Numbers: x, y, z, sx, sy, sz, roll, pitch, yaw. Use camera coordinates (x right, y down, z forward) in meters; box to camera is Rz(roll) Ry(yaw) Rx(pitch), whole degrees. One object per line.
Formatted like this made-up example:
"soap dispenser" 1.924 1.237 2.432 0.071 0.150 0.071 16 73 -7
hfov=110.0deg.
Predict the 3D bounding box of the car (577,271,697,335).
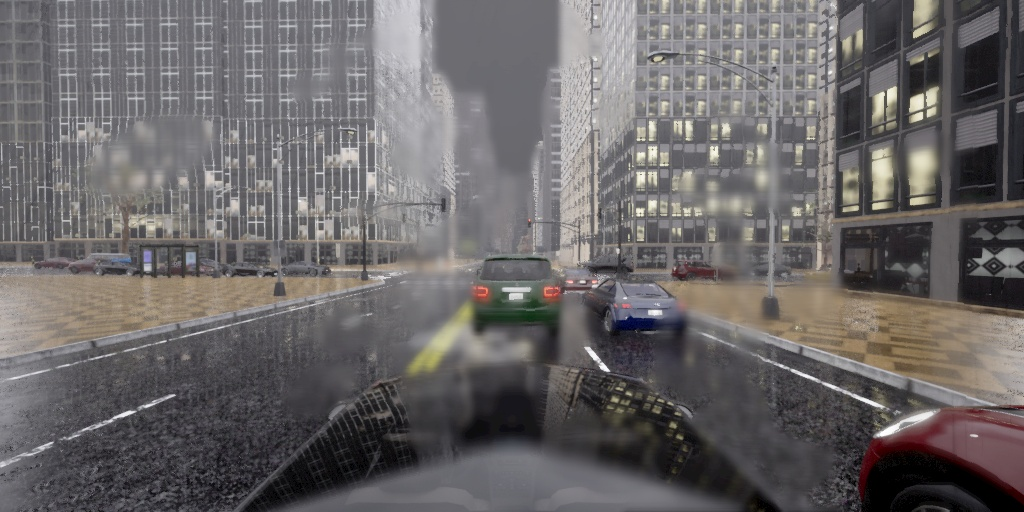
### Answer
"car" 3.374 1.309 10.498 1.994 1.385 4.181 0 0 -1

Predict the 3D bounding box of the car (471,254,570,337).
"car" 0.117 0.967 10.405 2.150 2.045 5.566 0 0 0

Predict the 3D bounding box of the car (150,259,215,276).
"car" -28.357 1.137 31.282 4.207 1.307 1.802 0 0 1

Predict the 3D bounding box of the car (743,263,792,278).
"car" 25.305 1.439 36.137 4.892 1.490 1.837 -1 1 1

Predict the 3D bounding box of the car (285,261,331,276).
"car" -19.401 1.156 33.771 4.181 1.385 1.994 1 1 1

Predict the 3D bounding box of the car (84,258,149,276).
"car" -34.037 1.068 31.466 4.313 1.339 1.948 0 0 1

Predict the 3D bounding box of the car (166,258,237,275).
"car" -29.370 0.993 33.993 4.902 1.511 2.128 1 1 1

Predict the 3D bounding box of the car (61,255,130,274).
"car" -39.442 0.936 34.224 4.674 1.442 1.812 1 1 2

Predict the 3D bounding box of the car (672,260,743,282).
"car" 16.251 1.268 30.533 5.009 1.841 2.192 0 0 1

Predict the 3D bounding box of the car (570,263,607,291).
"car" 3.388 1.287 19.740 2.033 1.411 5.357 0 0 0

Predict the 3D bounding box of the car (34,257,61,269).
"car" -50.893 0.791 40.275 4.207 1.307 1.802 0 0 1

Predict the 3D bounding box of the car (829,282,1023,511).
"car" 3.344 1.103 0.454 2.097 1.767 4.553 0 0 0

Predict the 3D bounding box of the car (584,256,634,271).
"car" 9.449 1.021 36.436 5.566 2.045 2.150 1 1 1

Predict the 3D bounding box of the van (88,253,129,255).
"van" -45.211 0.603 40.149 3.998 1.789 1.690 0 0 1

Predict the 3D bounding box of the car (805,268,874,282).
"car" 27.698 1.577 30.313 4.829 1.417 1.751 0 0 1

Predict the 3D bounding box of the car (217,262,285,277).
"car" -22.673 1.172 31.137 4.313 1.339 1.948 0 0 1
